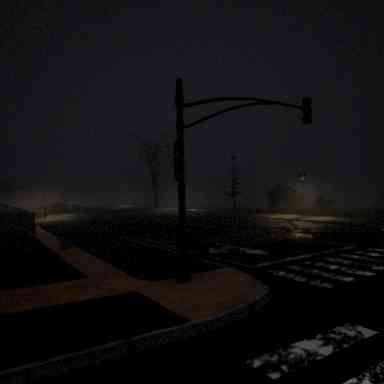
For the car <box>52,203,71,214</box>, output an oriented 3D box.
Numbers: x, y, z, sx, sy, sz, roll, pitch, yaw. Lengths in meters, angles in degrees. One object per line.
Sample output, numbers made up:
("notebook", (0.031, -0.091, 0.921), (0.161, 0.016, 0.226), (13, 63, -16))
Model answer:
("car", (-19.123, 2.347, 48.502), (1.882, 1.535, 5.008), (-2, 0, -32))
